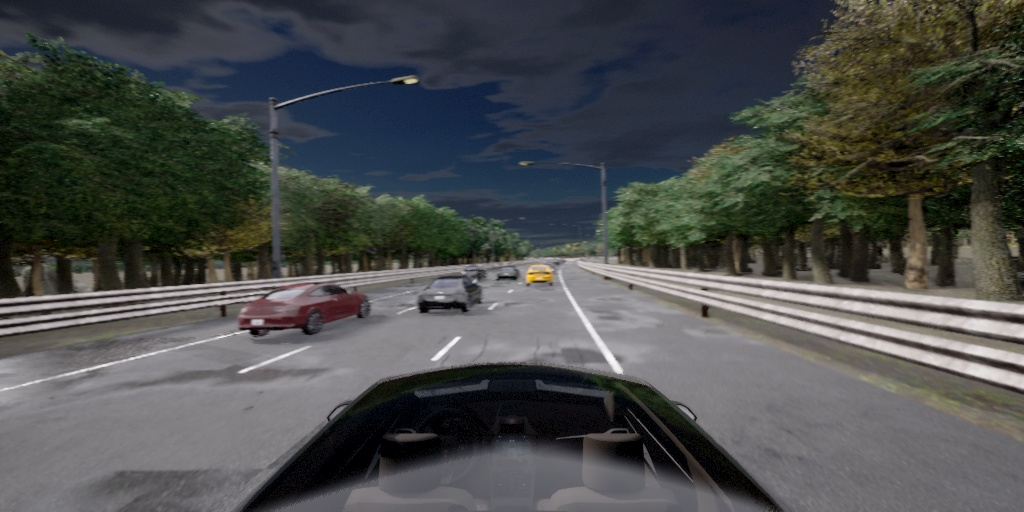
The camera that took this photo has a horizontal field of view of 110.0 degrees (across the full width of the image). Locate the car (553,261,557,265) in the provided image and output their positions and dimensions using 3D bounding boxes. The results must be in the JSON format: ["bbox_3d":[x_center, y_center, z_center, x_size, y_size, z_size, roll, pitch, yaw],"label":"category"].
[{"bbox_3d":[4.489,1.678,47.261,1.994,1.385,4.181,-2,-1,7],"label":"car"}]

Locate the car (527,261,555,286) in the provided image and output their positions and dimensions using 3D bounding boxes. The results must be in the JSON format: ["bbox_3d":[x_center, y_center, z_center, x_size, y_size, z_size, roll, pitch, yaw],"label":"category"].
[{"bbox_3d":[2.217,1.456,28.147,1.882,1.535,5.008,-2,-1,6],"label":"car"}]

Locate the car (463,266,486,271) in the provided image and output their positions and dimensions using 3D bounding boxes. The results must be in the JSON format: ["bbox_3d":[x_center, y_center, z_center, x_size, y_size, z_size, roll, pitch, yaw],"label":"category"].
[{"bbox_3d":[-3.803,1.725,36.394,2.128,1.511,4.902,-2,-1,7],"label":"car"}]

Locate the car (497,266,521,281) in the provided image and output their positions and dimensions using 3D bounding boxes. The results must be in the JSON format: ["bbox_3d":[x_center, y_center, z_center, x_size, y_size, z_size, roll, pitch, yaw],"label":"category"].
[{"bbox_3d":[-0.306,1.696,36.069,1.994,1.385,4.181,-2,-1,7],"label":"car"}]

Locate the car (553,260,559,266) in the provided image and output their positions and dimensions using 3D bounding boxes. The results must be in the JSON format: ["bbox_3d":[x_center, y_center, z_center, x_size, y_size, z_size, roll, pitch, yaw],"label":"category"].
[{"bbox_3d":[6.706,1.751,63.495,2.033,1.411,5.357,-2,-1,8],"label":"car"}]

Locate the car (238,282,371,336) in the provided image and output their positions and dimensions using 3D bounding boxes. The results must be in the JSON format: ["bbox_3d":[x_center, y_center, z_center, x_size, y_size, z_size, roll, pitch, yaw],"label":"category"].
[{"bbox_3d":[-6.376,1.561,11.557,1.812,1.442,4.674,-2,-1,5],"label":"car"}]

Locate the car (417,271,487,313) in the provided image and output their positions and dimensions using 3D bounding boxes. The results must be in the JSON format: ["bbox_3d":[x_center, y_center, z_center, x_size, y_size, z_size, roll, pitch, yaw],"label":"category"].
[{"bbox_3d":[-2.501,1.534,15.344,1.994,1.385,4.181,-2,-1,5],"label":"car"}]
